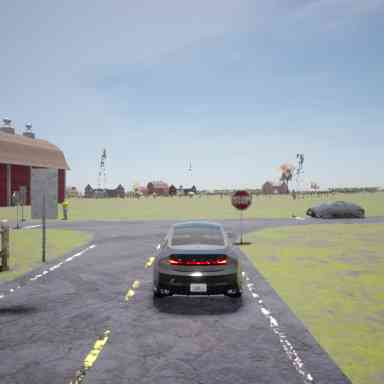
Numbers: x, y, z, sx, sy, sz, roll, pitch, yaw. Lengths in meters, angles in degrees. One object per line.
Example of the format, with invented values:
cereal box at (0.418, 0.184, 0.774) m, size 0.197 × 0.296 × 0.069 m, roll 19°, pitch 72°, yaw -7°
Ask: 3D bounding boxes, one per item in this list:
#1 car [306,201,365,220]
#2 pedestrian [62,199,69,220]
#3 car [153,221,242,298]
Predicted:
car at (11.148, 1.370, 25.980) m, size 4.181 × 1.385 × 1.994 m, roll -1°, pitch 0°, yaw -6°
pedestrian at (-11.139, 1.491, 29.265) m, size 0.375 × 1.860 × 0.375 m, roll 0°, pitch 0°, yaw 4°
car at (0.118, 1.506, 8.520) m, size 1.837 × 1.490 × 4.892 m, roll 0°, pitch 0°, yaw 0°
